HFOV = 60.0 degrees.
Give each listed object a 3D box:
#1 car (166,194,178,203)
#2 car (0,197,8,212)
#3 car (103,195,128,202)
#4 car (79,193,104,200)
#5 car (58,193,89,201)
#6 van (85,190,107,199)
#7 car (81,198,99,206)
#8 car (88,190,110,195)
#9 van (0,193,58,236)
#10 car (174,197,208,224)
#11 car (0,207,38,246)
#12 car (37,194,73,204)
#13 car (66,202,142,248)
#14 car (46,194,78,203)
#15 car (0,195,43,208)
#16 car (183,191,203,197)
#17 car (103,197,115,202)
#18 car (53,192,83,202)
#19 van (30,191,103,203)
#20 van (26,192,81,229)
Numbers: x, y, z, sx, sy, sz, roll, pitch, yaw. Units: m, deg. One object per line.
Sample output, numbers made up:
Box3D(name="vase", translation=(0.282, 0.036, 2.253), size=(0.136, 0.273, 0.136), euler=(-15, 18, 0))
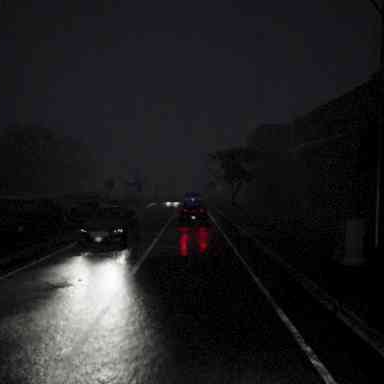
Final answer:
Box3D(name="car", translation=(-3.314, 1.071, 56.696), size=(1.994, 1.385, 4.181), euler=(0, 1, 1))
Box3D(name="car", translation=(-22.103, 1.272, 34.453), size=(4.792, 1.488, 2.163), euler=(0, 1, 0))
Box3D(name="car", translation=(-8.802, 1.286, 29.765), size=(5.366, 1.575, 1.946), euler=(0, 1, 0))
Box3D(name="car", translation=(-22.163, 0.895, 73.309), size=(4.792, 1.488, 2.163), euler=(0, 1, 0))
Box3D(name="car", translation=(-22.123, 0.969, 62.208), size=(5.008, 1.535, 2.097), euler=(0, 1, 0))
Box3D(name="van", translation=(-22.021, 0.615, 76.080), size=(4.442, 1.987, 1.878), euler=(0, 1, 0))
Box3D(name="car", translation=(-8.968, 1.372, 21.355), size=(5.008, 1.535, 2.097), euler=(0, 1, 0))
Box3D(name="car", translation=(-8.963, 1.009, 32.566), size=(5.566, 2.045, 2.435), euler=(0, 1, 0))
Box3D(name="van", translation=(-9.082, 1.197, 15.744), size=(4.442, 1.987, 1.878), euler=(0, 0, 0))
Box3D(name="car", translation=(0.096, 1.349, 23.009), size=(2.128, 1.511, 4.902), euler=(0, 1, 0))
Box3D(name="car", translation=(-8.990, 1.475, 12.944), size=(4.792, 1.488, 2.163), euler=(0, 0, 0))
Box3D(name="car", translation=(-22.099, 1.049, 53.882), size=(5.008, 1.535, 2.097), euler=(0, 1, 0))
Box3D(name="car", translation=(-3.352, 1.411, 14.373), size=(2.128, 1.511, 4.902), euler=(0, 0, 0))
Box3D(name="car", translation=(-22.106, 1.063, 56.657), size=(4.674, 1.452, 2.002), euler=(0, 1, 0))
Box3D(name="car", translation=(-22.058, 1.189, 42.780), size=(4.792, 1.488, 2.163), euler=(0, 1, 0))
Box3D(name="car", translation=(0.094, 0.926, 39.874), size=(2.150, 2.045, 5.566), euler=(0, 1, 0))
Box3D(name="car", translation=(-8.985, 1.357, 26.962), size=(4.674, 1.452, 2.002), euler=(0, 1, 0))
Box3D(name="car", translation=(-22.144, 0.870, 59.431), size=(4.553, 1.767, 2.185), euler=(0, 1, 0))
Box3D(name="van", translation=(-9.095, 1.119, 24.156), size=(4.442, 1.987, 1.878), euler=(0, 1, 0))
Box3D(name="van", translation=(-8.853, 1.174, 18.546), size=(4.442, 1.987, 1.878), euler=(0, 1, 0))
